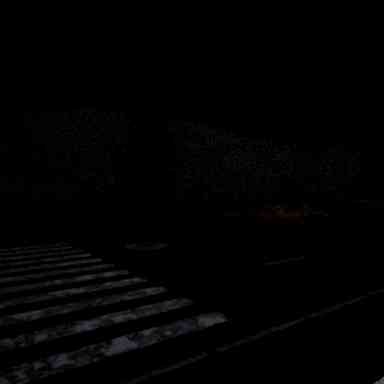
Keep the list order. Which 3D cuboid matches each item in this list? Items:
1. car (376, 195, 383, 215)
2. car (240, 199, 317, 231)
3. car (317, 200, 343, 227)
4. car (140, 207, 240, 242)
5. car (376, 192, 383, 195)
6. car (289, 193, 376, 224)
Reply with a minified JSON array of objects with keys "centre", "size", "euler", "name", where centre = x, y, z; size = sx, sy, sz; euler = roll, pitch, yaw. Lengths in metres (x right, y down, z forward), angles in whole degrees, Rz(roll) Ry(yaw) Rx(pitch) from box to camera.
[{"centre":[14.381,1.270,26.605],"size":[5.366,1.575,1.946],"euler":[-1,-1,35],"name":"car"},{"centre":[4.289,1.398,19.838],"size":[5.366,1.575,1.946],"euler":[-1,0,35],"name":"car"},{"centre":[6.889,1.413,21.485],"size":[4.674,1.452,2.002],"euler":[-1,-1,34],"name":"car"},{"centre":[-0.421,1.467,16.241],"size":[4.792,1.488,2.163],"euler":[-1,-1,35],"name":"car"},{"centre":[16.646,0.982,28.465],"size":[5.566,2.045,2.435],"euler":[-1,0,35],"name":"car"},{"centre":[9.362,1.097,23.213],"size":[5.566,2.045,2.435],"euler":[-1,-1,35],"name":"car"}]
